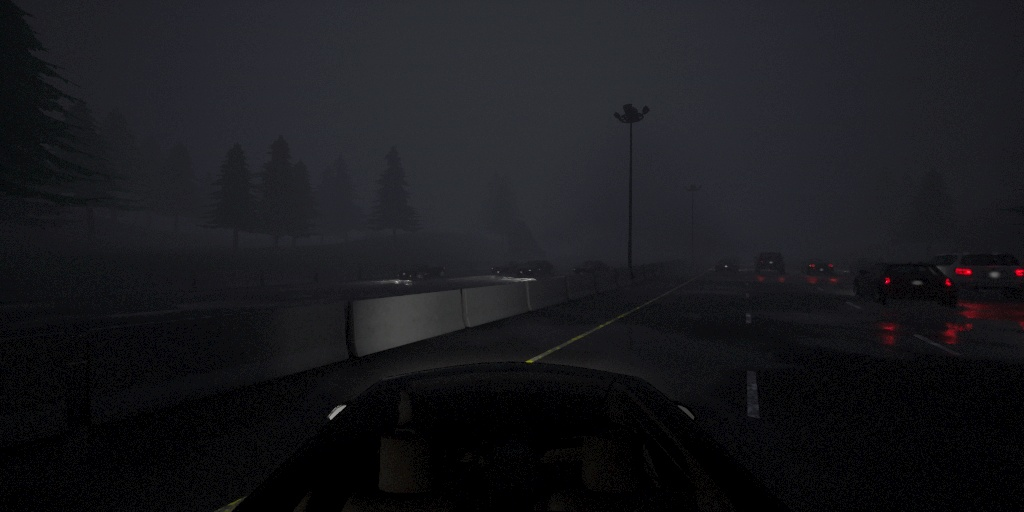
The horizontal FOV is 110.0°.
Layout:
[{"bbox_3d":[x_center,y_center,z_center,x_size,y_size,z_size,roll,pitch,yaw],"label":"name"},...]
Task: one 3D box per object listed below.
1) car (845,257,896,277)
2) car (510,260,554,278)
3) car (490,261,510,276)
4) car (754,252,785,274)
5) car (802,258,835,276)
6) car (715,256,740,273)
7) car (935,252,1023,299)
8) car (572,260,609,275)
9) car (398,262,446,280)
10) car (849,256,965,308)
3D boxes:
[{"bbox_3d":[30.779,0.896,30.934,2.128,1.511,4.902,0,1,33],"label":"car"},{"bbox_3d":[2.116,1.108,32.110,1.837,1.490,4.892,0,0,33],"label":"car"},{"bbox_3d":[-0.069,1.185,35.158,1.895,1.301,4.718,0,1,33],"label":"car"},{"bbox_3d":[24.720,0.628,34.456,2.150,2.045,5.566,0,1,33],"label":"car"},{"bbox_3d":[27.488,0.941,32.292,1.812,1.442,4.674,0,1,33],"label":"car"},{"bbox_3d":[22.168,0.956,36.955,1.994,1.385,4.181,0,1,33],"label":"car"},{"bbox_3d":[22.086,0.852,17.566,2.150,2.045,5.566,0,0,33],"label":"car"},{"bbox_3d":[7.586,1.095,34.039,2.033,1.411,5.357,0,1,34],"label":"car"},{"bbox_3d":[-7.504,1.228,30.195,1.994,1.385,4.181,0,1,33],"label":"car"},{"bbox_3d":[16.405,1.029,15.250,2.097,1.767,4.553,0,0,33],"label":"car"}]
